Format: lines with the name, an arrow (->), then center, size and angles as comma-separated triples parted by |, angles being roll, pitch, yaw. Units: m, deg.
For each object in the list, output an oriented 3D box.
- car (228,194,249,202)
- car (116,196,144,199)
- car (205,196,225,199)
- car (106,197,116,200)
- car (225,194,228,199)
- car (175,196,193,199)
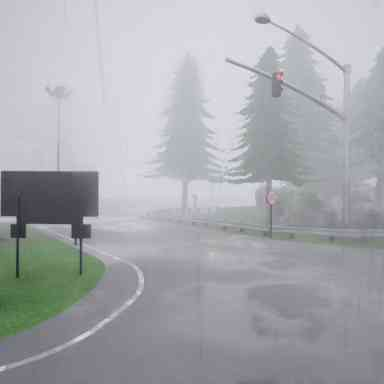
car -> 11.949, 1.646, 83.003 | 4.553, 1.767, 2.097 | 0, 0, -35
car -> -10.348, 1.632, 59.024 | 4.892, 1.490, 1.837 | 1, -1, -35
car -> 3.806, 1.724, 68.792 | 4.892, 1.490, 1.837 | 0, 0, -35
car -> -13.622, 1.629, 65.230 | 4.892, 1.490, 1.837 | 0, 0, -34
car -> 9.871, 1.514, 85.820 | 5.566, 2.045, 2.150 | 0, 0, -35
car -> -0.812, 1.739, 74.098 | 4.674, 1.442, 1.812 | 0, 0, -35
